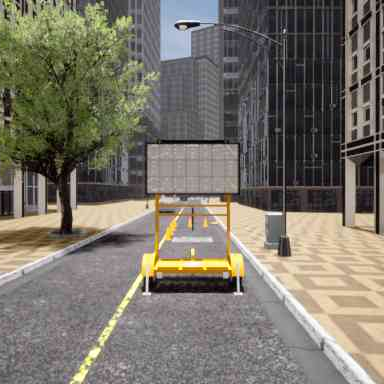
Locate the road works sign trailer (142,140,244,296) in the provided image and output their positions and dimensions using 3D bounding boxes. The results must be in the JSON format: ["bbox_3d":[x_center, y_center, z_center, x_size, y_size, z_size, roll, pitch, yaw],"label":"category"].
[{"bbox_3d":[0.018,0.464,8.636,2.380,3.560,2.880,0,0,0],"label":"road works sign trailer"}]

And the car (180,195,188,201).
[{"bbox_3d":[-2.162,1.646,88.055,1.882,1.535,5.008,0,-1,3],"label":"car"}]

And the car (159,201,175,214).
[{"bbox_3d":[-2.778,1.622,35.006,1.895,1.301,4.718,0,0,0],"label":"car"}]
